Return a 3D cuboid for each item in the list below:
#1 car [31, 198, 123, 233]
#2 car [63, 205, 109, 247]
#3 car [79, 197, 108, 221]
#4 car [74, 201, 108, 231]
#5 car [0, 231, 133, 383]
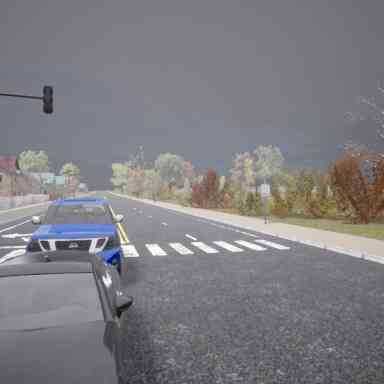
[{"bbox_3d":[-3.352,1.218,10.015,2.150,2.045,5.566,0,0,-15],"label":"car"},{"bbox_3d":[-4.997,1.498,16.090,1.837,1.490,4.892,0,0,-15],"label":"car"},{"bbox_3d":[-8.103,1.337,27.575,2.097,1.767,4.553,0,0,-15],"label":"car"},{"bbox_3d":[-6.554,1.467,21.839,1.882,1.535,5.008,0,0,-15],"label":"car"},{"bbox_3d":[-1.725,1.524,3.923,1.812,1.442,4.674,0,0,-13],"label":"car"}]
